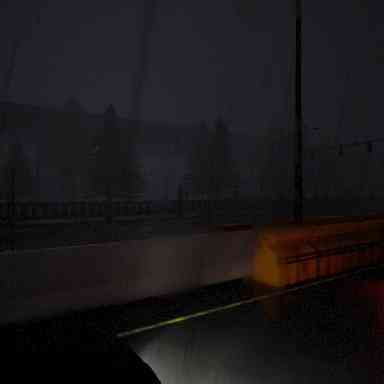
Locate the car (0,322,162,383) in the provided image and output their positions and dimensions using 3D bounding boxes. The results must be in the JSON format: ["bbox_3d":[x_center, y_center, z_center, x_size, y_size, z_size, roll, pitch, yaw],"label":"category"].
[{"bbox_3d":[-2.734,1.546,1.794,5.357,1.411,2.033,0,0,-36],"label":"car"}]
